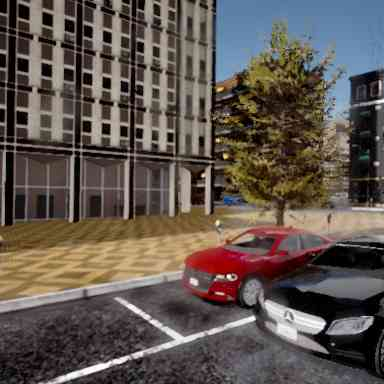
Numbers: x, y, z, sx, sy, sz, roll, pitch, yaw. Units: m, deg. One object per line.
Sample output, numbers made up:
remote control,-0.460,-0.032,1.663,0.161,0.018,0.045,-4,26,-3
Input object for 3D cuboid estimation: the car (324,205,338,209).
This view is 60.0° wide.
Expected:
car,17.146,1.462,44.166,1.947,1.339,4.313,1,-1,-36

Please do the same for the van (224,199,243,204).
van,7.280,1.191,57.878,1.690,1.788,3.998,1,-1,-36

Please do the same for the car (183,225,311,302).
car,1.873,1.528,7.892,4.507,1.381,1.887,0,1,-36

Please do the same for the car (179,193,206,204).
car,0.481,1.033,52.982,2.192,1.841,5.009,1,-1,-36

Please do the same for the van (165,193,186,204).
van,-2.809,1.044,57.552,1.690,1.788,3.998,1,-1,-36

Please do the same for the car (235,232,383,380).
car,3.107,1.510,5.583,4.674,1.442,1.812,0,0,-35

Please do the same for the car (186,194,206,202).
car,0.699,1.262,67.017,1.967,1.590,4.097,1,-1,-36
